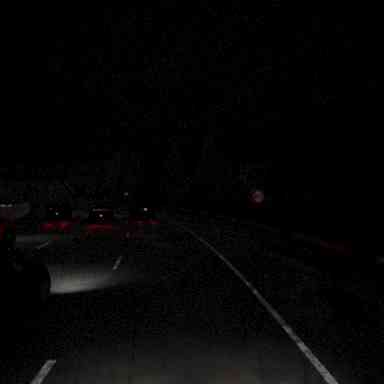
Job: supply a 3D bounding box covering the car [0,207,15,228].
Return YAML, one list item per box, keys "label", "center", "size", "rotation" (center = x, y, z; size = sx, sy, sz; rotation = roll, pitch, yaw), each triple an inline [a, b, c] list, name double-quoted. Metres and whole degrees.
- label: "car"
  center: [-7.672, 1.263, 10.538]
  size: [2.150, 2.045, 5.566]
  rotation: [0, 0, -6]

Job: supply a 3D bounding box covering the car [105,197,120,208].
- label: "car"
  center: [-12.088, 1.476, 48.963]
  size: [2.097, 1.767, 4.553]
  rotation: [0, 0, -26]

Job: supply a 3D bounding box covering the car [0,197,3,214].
- label: "car"
  center: [-21.139, 1.475, 34.556]
  size: [2.097, 1.767, 4.553]
  rotation: [0, 0, -22]

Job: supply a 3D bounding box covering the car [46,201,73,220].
- label: "car"
  center: [-11.783, 1.580, 29.653]
  size: [2.128, 1.511, 4.902]
  rotation: [0, 0, -17]

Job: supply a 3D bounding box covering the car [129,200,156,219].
- label: "car"
  center: [-4.474, 1.499, 29.601]
  size: [2.033, 1.649, 4.856]
  rotation: [0, 0, -16]

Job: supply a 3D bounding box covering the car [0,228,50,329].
- label: "car"
  center: [-3.704, 1.546, 4.846]
  size: [1.812, 1.442, 4.674]
  rotation: [0, 0, -3]

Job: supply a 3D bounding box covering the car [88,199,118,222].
- label: "car"
  center: [-7.457, 1.563, 27.277]
  size: [2.128, 1.511, 4.902]
  rotation: [0, 0, -15]
